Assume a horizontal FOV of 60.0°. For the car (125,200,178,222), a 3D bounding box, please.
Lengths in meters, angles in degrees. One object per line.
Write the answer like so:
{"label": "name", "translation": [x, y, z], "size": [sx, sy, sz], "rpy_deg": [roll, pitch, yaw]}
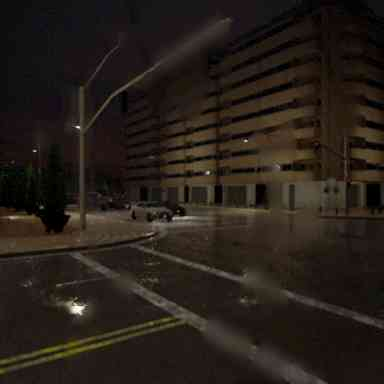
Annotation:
{"label": "car", "translation": [-3.234, 1.475, 25.933], "size": [1.812, 1.442, 4.674], "rpy_deg": [0, 0, -33]}

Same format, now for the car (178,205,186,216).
{"label": "car", "translation": [-2.344, 1.515, 30.753], "size": [1.994, 1.385, 4.181], "rpy_deg": [0, 0, -35]}

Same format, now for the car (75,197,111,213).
{"label": "car", "translation": [-11.088, 1.550, 37.071], "size": [1.895, 1.301, 4.718], "rpy_deg": [0, 0, -35]}

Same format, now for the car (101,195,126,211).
{"label": "car", "translation": [-8.821, 1.443, 39.932], "size": [2.128, 1.511, 4.902], "rpy_deg": [0, 0, -35]}

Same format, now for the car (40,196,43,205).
{"label": "car", "translation": [-24.527, 1.165, 56.274], "size": [2.150, 2.045, 5.566], "rpy_deg": [0, 0, -35]}

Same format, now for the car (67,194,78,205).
{"label": "car", "translation": [-21.072, 1.516, 57.429], "size": [1.994, 1.385, 4.181], "rpy_deg": [0, 0, -35]}
